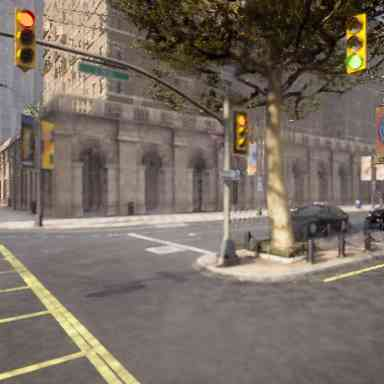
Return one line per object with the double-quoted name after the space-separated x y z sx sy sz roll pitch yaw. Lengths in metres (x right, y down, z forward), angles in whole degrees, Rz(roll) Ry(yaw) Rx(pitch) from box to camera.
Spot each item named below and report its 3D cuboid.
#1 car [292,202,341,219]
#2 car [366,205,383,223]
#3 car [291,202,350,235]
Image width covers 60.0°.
11.303 1.596 30.048 4.718 1.301 1.895 0 0 -36 "car"
15.040 1.548 24.521 5.357 1.411 2.033 0 0 -35 "car"
6.972 1.505 18.787 4.892 1.490 1.837 0 0 -35 "car"
